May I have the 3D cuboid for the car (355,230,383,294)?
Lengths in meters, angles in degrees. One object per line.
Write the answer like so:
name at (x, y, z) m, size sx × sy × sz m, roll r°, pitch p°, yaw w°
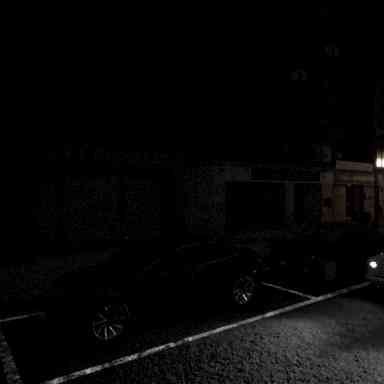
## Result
car at (5.965, 1.600, 7.629) m, size 4.718 × 1.301 × 1.895 m, roll 0°, pitch 0°, yaw -35°

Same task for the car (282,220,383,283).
car at (4.101, 1.544, 9.686) m, size 4.507 × 1.381 × 1.887 m, roll 0°, pitch 0°, yaw -35°

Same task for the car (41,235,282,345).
car at (-0.515, 1.566, 6.397) m, size 4.313 × 1.339 × 1.947 m, roll 0°, pitch 0°, yaw -35°
